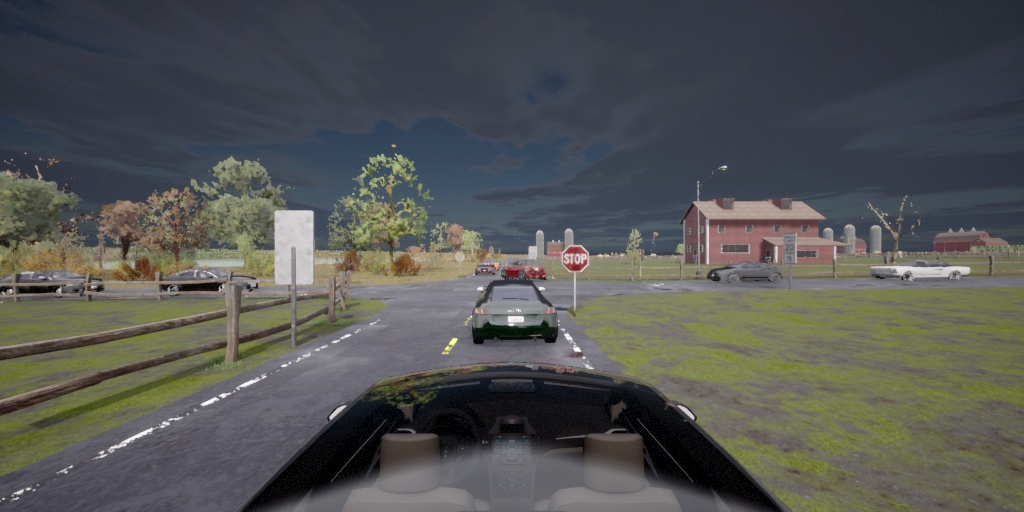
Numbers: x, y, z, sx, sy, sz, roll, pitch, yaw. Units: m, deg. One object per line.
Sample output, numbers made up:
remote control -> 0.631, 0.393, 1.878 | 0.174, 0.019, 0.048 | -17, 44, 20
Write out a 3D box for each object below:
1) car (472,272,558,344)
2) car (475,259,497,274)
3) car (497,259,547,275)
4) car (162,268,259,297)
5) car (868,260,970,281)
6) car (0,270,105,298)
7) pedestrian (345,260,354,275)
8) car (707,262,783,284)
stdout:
car -> -0.008, 1.312, 9.623 | 1.994, 1.385, 4.181 | 0, 0, -3
car -> -2.781, 1.308, 38.351 | 1.994, 1.385, 4.181 | 0, 0, 1
car -> 0.900, 1.089, 29.461 | 2.097, 1.767, 4.553 | 1, -1, -28
car -> -17.432, 1.473, 20.791 | 4.902, 1.511, 2.128 | -1, 0, 1
car -> 26.315, 0.935, 23.309 | 4.718, 1.301, 1.895 | -1, 0, 1
car -> -26.839, 1.603, 20.964 | 4.902, 1.511, 2.128 | -1, 0, 2
pedestrian -> -12.118, 1.161, 26.694 | 0.375, 1.860, 0.375 | 0, 1, 1
car -> 15.126, 1.062, 23.416 | 4.181, 1.385, 1.994 | -1, 0, 0
